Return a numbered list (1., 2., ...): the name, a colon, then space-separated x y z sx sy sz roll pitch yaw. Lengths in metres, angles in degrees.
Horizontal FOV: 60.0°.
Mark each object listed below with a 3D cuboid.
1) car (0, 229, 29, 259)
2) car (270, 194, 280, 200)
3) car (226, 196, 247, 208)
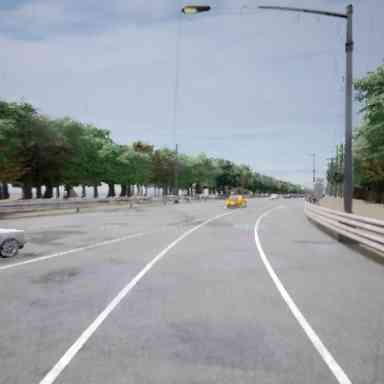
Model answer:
1. car: -7.218 1.507 9.592 1.895 1.301 4.718 0 0 21
2. car: 20.061 1.289 80.557 1.812 1.442 4.674 0 0 21
3. car: 5.964 1.256 44.021 1.882 1.535 5.008 0 0 21
